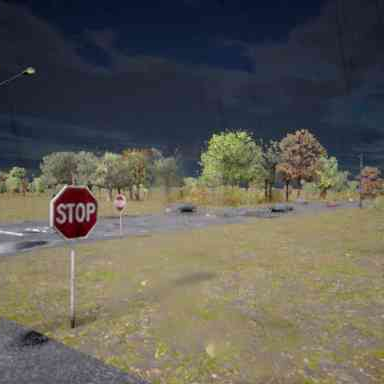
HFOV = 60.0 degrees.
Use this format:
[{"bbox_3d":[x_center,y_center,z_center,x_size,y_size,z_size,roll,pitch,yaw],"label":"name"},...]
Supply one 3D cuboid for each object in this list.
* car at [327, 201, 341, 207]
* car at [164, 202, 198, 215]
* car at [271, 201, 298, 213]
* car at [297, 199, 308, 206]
[{"bbox_3d":[30.055,2.503,70.336,1.994,1.385,4.181,1,0,36],"label":"car"},{"bbox_3d":[-1.243,1.904,39.000,2.128,1.511,4.902,1,1,36],"label":"car"},{"bbox_3d":[12.656,2.168,46.272,1.994,1.385,4.181,1,0,36],"label":"car"},{"bbox_3d":[24.546,2.350,74.660,1.882,1.535,5.008,1,0,36],"label":"car"}]
